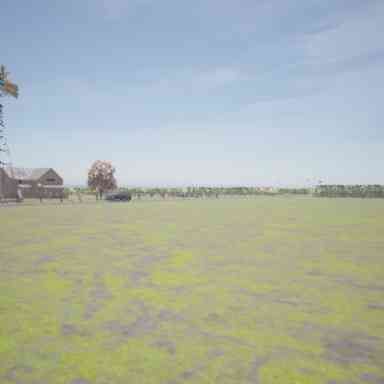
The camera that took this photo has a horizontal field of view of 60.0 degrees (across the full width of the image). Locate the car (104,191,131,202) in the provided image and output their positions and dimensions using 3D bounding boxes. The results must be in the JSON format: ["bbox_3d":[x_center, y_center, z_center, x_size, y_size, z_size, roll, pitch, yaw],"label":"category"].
[{"bbox_3d":[-14.450,0.842,65.186,2.150,2.045,5.566,1,1,39],"label":"car"}]
